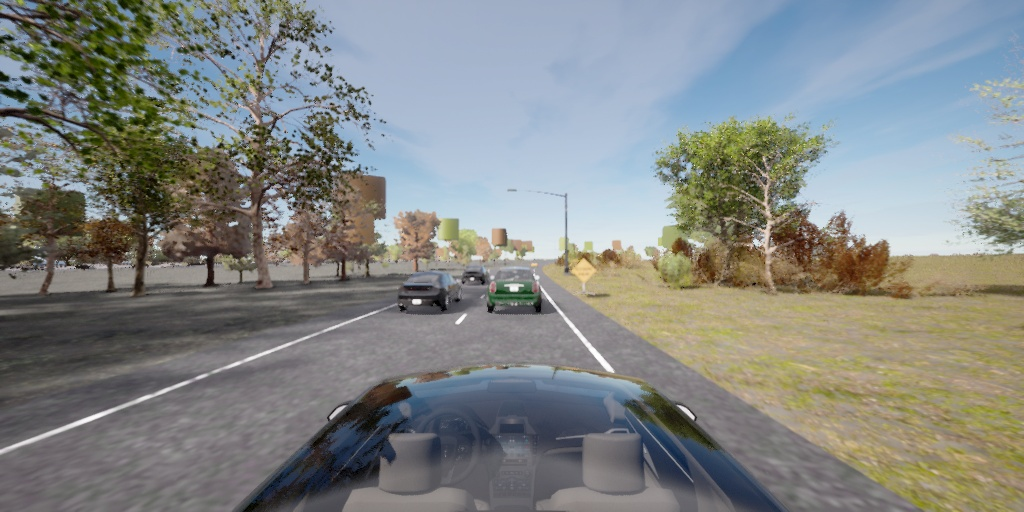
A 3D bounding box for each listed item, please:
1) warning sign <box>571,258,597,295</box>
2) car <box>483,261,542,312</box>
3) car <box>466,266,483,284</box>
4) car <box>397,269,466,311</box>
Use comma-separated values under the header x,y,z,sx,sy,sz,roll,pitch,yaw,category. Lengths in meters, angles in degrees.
x,y,z,sx,sy,sz,roll,pitch,yaw,category
3.706,1.042,18.424,1.300,1.860,1.060,0,0,1,warning sign
0.127,1.245,15.226,2.097,1.767,4.553,0,-1,1,car
-3.016,1.563,30.365,1.837,1.490,4.892,0,0,2,car
-3.372,1.403,15.334,1.837,1.490,4.892,0,0,1,car
